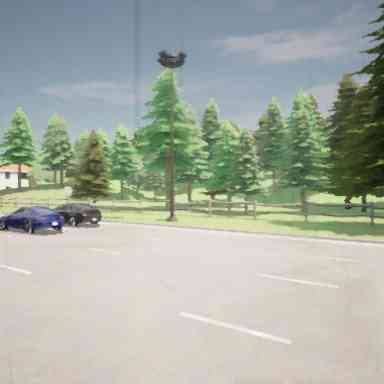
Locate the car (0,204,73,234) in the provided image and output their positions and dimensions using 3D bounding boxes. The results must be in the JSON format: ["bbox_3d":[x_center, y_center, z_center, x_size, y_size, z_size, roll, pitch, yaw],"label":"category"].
[{"bbox_3d":[-9.228,1.531,19.176,4.674,1.442,1.812,0,0,36],"label":"car"}]

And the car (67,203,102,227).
[{"bbox_3d":[-8.244,1.511,22.773,4.892,1.490,1.837,0,0,36],"label":"car"}]
